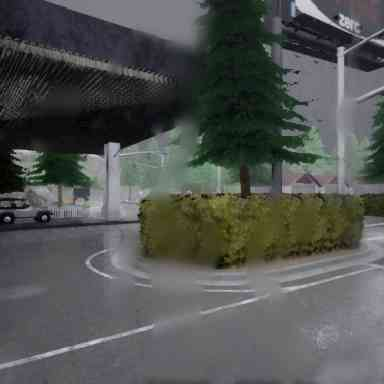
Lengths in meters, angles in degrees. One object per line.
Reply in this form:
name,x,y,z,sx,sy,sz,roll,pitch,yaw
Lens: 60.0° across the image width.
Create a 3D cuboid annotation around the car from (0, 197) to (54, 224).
car,-11.986,1.313,23.463,3.866,1.878,1.905,0,0,-36
